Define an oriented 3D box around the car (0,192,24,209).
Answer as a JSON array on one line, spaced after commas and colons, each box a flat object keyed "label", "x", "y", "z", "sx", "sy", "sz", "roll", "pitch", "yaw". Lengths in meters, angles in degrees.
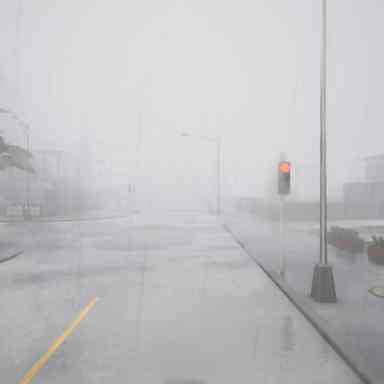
[{"label": "car", "x": -19.736, "y": 0.985, "z": 34.939, "sx": 1.905, "sy": 1.878, "sz": 3.866, "roll": 0, "pitch": 0, "yaw": 35}]
